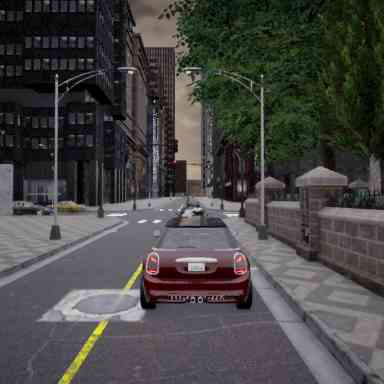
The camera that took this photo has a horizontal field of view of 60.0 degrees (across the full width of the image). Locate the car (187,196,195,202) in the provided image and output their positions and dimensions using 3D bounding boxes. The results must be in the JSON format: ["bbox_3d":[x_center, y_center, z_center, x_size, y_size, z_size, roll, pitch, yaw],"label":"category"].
[{"bbox_3d":[-0.247,1.740,83.885,2.128,1.511,4.902,0,0,0],"label":"car"}]

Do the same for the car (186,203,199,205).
[{"bbox_3d":[0.044,1.542,18.172,1.812,1.442,4.674,0,0,0],"label":"car"}]

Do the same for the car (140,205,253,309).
[{"bbox_3d":[0.075,1.357,8.046,2.097,1.767,4.553,0,0,0],"label":"car"}]

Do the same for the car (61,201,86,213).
[{"bbox_3d":[-14.883,1.676,38.612,4.829,1.417,1.752,0,-1,0],"label":"car"}]

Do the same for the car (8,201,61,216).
[{"bbox_3d":[-14.726,1.518,30.088,4.403,1.369,2.008,0,-1,0],"label":"car"}]

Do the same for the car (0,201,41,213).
[{"bbox_3d":[-20.226,1.709,38.625,4.403,1.369,2.008,0,-1,0],"label":"car"}]

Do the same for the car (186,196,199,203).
[{"bbox_3d":[0.121,1.658,52.879,1.994,1.385,4.181,0,0,-2],"label":"car"}]
